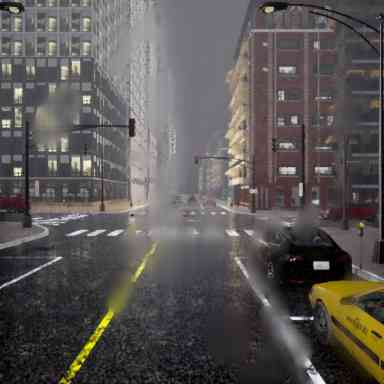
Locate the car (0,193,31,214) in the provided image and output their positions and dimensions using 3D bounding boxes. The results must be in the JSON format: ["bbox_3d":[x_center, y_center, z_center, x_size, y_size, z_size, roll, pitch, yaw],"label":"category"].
[{"bbox_3d":[-17.690,1.030,31.063,5.009,1.841,2.192,1,-1,0],"label":"car"}]

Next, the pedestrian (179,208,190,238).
[{"bbox_3d":[-0.335,1.295,16.457,0.375,1.860,0.375,0,0,0],"label":"pedestrian"}]

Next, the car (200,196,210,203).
[{"bbox_3d":[2.699,1.578,69.588,2.008,1.369,4.403,0,0,0],"label":"car"}]

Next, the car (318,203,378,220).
[{"bbox_3d":[14.646,1.837,31.338,4.829,1.417,1.752,1,-1,0],"label":"car"}]

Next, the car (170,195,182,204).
[{"bbox_3d":[-3.077,1.580,53.310,1.994,1.385,4.181,0,0,1],"label":"car"}]

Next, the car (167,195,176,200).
[{"bbox_3d":[-5.680,1.599,92.183,2.008,1.369,4.403,0,0,0],"label":"car"}]

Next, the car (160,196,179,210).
[{"bbox_3d":[-3.114,1.557,43.290,2.033,1.411,5.357,0,0,-4],"label":"car"}]

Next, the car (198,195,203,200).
[{"bbox_3d":[2.698,1.574,63.940,2.008,1.369,4.403,0,0,0],"label":"car"}]

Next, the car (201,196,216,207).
[{"bbox_3d":[2.747,1.596,51.023,1.802,1.307,4.206,0,0,0],"label":"car"}]

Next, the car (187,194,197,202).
[{"bbox_3d":[0.008,1.547,73.621,1.812,1.442,4.674,0,0,0],"label":"car"}]

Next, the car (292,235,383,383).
[{"bbox_3d":[2.693,1.525,3.486,1.752,1.417,4.829,0,0,0],"label":"car"}]

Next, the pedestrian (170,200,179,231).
[{"bbox_3d":[-0.819,1.295,17.060,0.375,1.860,0.375,0,0,0],"label":"pedestrian"}]

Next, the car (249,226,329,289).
[{"bbox_3d":[2.693,1.566,8.999,1.947,1.339,4.313,0,0,0],"label":"car"}]

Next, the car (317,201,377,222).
[{"bbox_3d":[13.289,1.631,28.722,4.553,1.767,2.097,1,0,0],"label":"car"}]

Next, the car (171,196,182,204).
[{"bbox_3d":[-3.029,1.528,66.155,1.837,1.490,4.892,0,0,0],"label":"car"}]

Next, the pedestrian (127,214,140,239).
[{"bbox_3d":[-2.760,1.575,15.858,0.375,1.300,0.375,0,0,0],"label":"pedestrian"}]

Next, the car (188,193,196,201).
[{"bbox_3d":[0.009,1.227,83.594,2.097,1.767,4.553,0,0,0],"label":"car"}]
